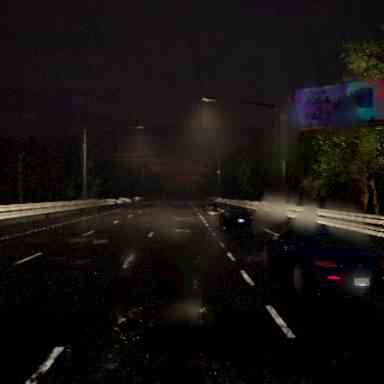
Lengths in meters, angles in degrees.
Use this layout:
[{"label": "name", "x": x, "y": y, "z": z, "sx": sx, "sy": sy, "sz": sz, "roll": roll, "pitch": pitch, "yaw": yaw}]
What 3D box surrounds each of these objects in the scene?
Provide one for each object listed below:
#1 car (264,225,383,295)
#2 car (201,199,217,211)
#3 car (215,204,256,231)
[{"label": "car", "x": 3.241, "y": 1.600, "z": 8.764, "sx": 1.812, "sy": 1.442, "sz": 4.674, "roll": 0, "pitch": -1, "yaw": -1}, {"label": "car", "x": 2.332, "y": 1.775, "z": 44.661, "sx": 1.837, "sy": 1.490, "sz": 4.892, "roll": 0, "pitch": 0, "yaw": -1}, {"label": "car", "x": 2.904, "y": 1.709, "z": 22.016, "sx": 1.994, "sy": 1.385, "sz": 4.181, "roll": 0, "pitch": 0, "yaw": -1}]
